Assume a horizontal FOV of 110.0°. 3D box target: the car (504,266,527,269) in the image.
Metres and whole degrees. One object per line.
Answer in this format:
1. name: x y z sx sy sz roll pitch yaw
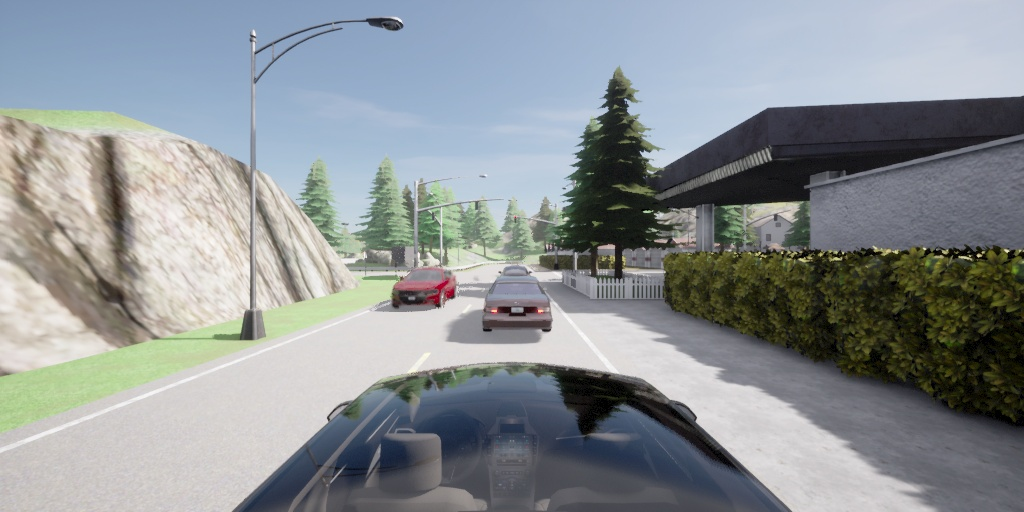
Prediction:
1. car: 0.187 1.276 20.411 1.812 1.442 4.674 0 0 0

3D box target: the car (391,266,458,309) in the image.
1. car: -3.518 1.227 15.165 1.882 1.535 5.008 0 0 1

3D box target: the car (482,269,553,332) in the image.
1. car: 0.139 1.297 10.825 2.033 1.411 5.357 0 0 0
